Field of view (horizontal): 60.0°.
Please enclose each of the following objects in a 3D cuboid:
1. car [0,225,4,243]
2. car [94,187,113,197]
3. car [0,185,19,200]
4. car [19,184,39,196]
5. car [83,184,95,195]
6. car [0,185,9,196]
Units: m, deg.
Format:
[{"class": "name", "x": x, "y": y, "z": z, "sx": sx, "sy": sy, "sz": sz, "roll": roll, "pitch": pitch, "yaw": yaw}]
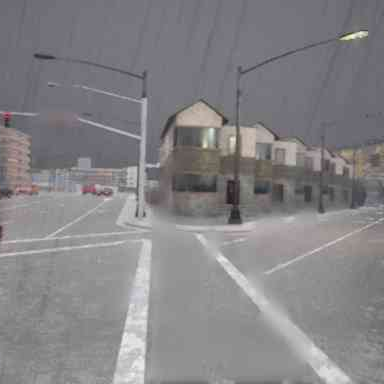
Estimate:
[{"class": "car", "x": -6.900, "y": 1.328, "z": 9.093, "sx": 1.895, "sy": 1.301, "sz": 4.718, "roll": 2, "pitch": 0, "yaw": -11}, {"class": "car", "x": -14.823, "y": 0.105, "z": 55.841, "sx": 1.895, "sy": 1.301, "sz": 4.718, "roll": 2, "pitch": 1, "yaw": -10}, {"class": "car", "x": -22.901, "y": 0.105, "z": 39.477, "sx": 2.033, "sy": 1.411, "sz": 5.357, "roll": 2, "pitch": 2, "yaw": -9}, {"class": "car", "x": -24.532, "y": -0.391, "z": 49.645, "sx": 2.097, "sy": 1.767, "sz": 4.553, "roll": 2, "pitch": 1, "yaw": -9}, {"class": "car", "x": -20.029, "y": -0.448, "z": 65.244, "sx": 2.150, "sy": 2.045, "sz": 5.566, "roll": 2, "pitch": -1, "yaw": -10}, {"class": "car", "x": -27.614, "y": -0.274, "z": 46.865, "sx": 1.812, "sy": 1.442, "sz": 4.674, "roll": 2, "pitch": 1, "yaw": -10}]
